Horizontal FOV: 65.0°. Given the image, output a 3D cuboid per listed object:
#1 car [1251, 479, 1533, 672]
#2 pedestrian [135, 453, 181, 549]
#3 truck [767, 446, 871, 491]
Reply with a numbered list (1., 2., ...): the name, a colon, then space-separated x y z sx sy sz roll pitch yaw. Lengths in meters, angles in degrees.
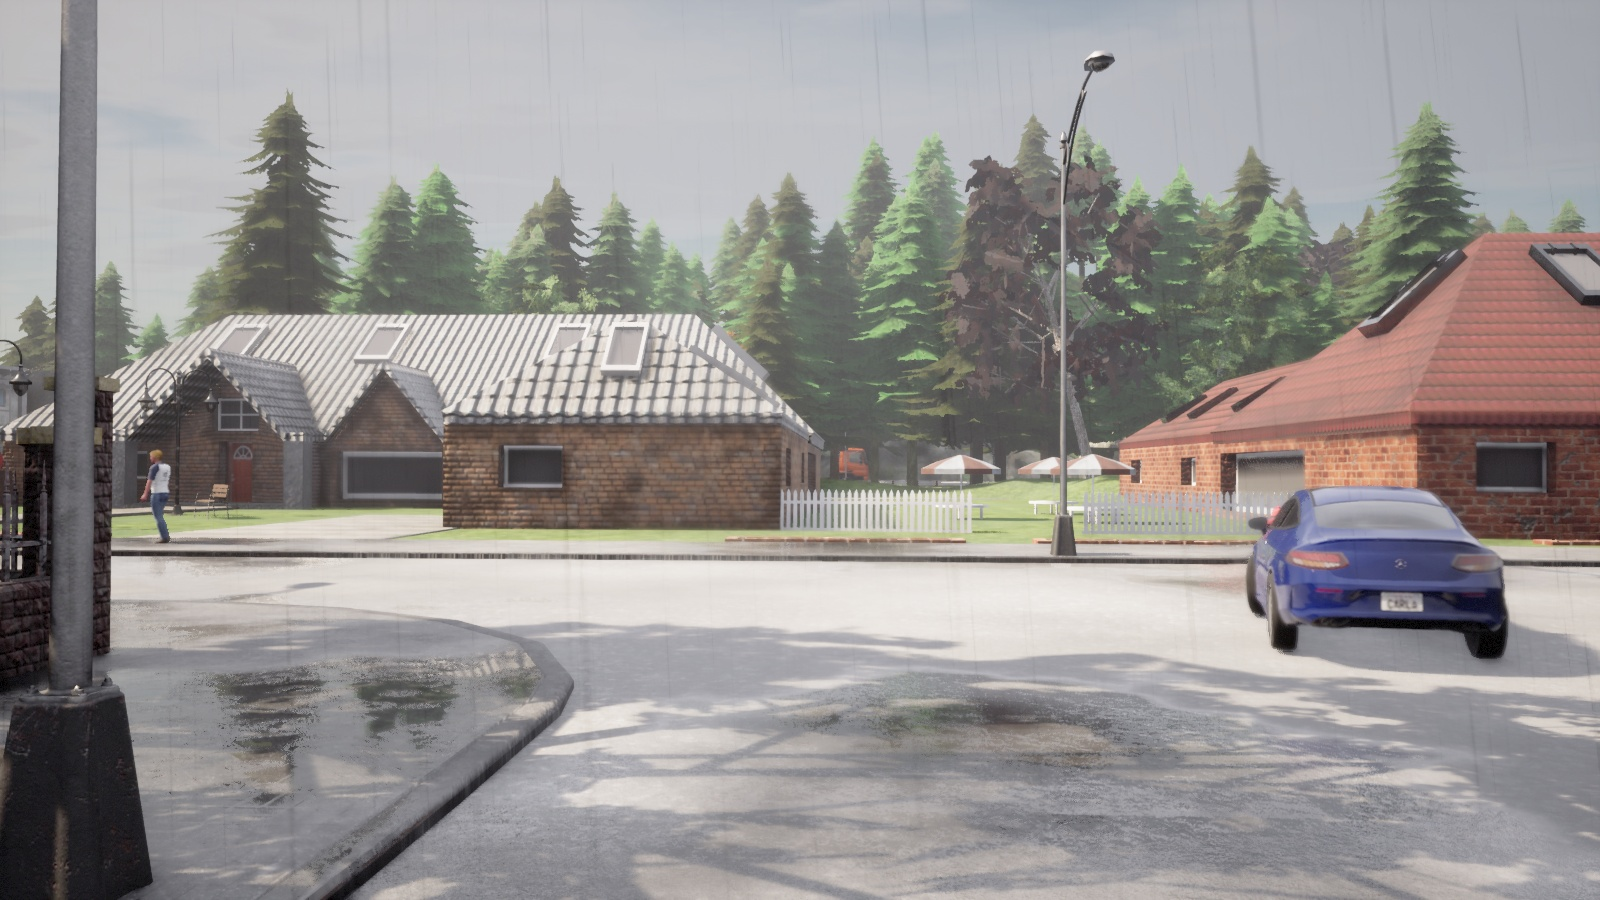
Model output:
1. car: 5.422 1.021 12.101 1.812 1.442 4.674 -1 -1 17
2. pedestrian: -12.454 0.982 24.362 0.706 1.836 0.354 0 -1 9
3. truck: 1.501 1.467 97.912 7.936 3.462 2.891 0 -1 2
